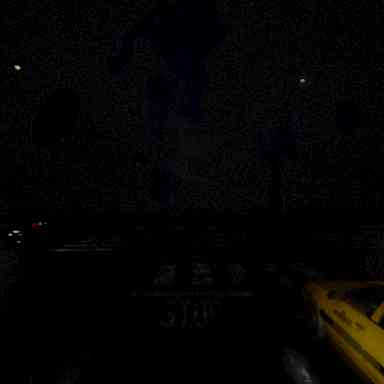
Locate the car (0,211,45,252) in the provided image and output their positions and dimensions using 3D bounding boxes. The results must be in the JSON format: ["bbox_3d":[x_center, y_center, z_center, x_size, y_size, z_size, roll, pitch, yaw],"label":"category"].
[{"bbox_3d":[-9.132,1.601,13.795,5.008,1.535,1.882,-1,0,0],"label":"car"}]

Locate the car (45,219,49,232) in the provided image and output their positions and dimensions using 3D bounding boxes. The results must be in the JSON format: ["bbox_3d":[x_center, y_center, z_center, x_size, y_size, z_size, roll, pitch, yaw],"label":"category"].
[{"bbox_3d":[-10.120,1.689,16.752,5.357,1.411,2.033,-1,0,0],"label":"car"}]

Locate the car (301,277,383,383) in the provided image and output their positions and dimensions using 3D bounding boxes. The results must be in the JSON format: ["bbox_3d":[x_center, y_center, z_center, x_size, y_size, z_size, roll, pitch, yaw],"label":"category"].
[{"bbox_3d":[2.642,1.534,3.735,1.752,1.417,4.829,0,0,0],"label":"car"}]
